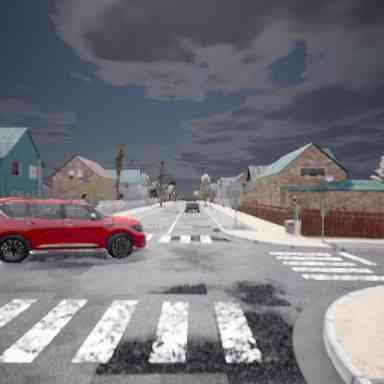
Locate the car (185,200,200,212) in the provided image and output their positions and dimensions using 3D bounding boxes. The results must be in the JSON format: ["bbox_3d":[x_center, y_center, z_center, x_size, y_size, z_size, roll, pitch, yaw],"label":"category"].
[{"bbox_3d":[0.062,2.001,46.346,1.837,1.490,4.892,0,-1,0],"label":"car"}]

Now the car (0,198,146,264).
[{"bbox_3d":[-4.468,1.269,11.780,5.566,2.045,2.150,2,-1,-22],"label":"car"}]

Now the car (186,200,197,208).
[{"bbox_3d":[-0.051,2.300,64.995,1.994,1.385,4.181,0,-1,0],"label":"car"}]
